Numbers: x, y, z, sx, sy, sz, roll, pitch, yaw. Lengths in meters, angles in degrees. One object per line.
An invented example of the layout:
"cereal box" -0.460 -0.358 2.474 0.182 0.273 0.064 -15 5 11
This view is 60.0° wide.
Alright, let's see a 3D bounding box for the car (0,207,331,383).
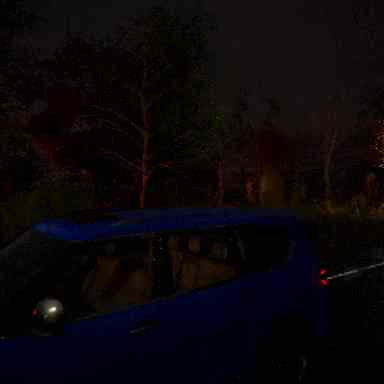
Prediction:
"car" -0.862 1.224 3.409 5.566 2.045 2.150 0 0 -36
